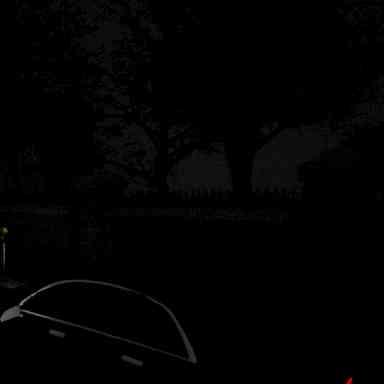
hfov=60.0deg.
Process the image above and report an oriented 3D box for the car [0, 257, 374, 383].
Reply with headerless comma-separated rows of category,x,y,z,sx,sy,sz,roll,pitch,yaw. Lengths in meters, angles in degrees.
car,-0.722,1.534,3.796,4.892,1.490,1.837,-1,0,36
